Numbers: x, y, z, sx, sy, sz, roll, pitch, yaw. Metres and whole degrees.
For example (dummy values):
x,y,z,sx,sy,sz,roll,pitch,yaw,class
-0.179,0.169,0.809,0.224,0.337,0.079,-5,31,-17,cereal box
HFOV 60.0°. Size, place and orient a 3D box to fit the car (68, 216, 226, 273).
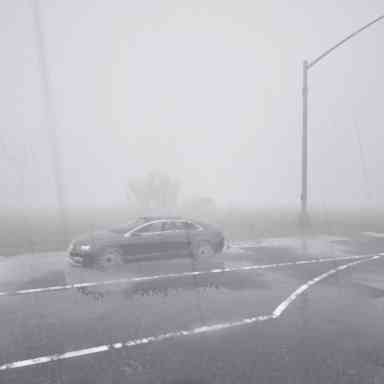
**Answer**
x,y,z,sx,sy,sz,roll,pitch,yaw,class
-1.290,1.518,10.523,4.902,1.511,2.128,0,0,-24,car
